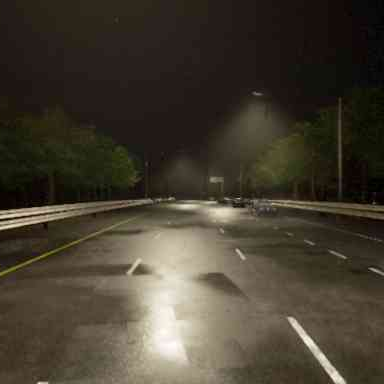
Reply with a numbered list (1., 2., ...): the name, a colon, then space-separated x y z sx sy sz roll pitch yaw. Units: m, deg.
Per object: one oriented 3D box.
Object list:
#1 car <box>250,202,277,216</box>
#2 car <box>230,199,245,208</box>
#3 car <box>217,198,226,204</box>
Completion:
1. car: 7.061 1.660 33.295 2.033 1.411 5.357 0 0 0
2. car: 7.151 1.797 52.325 2.128 1.511 4.902 0 -1 0
3. car: 7.369 2.247 81.894 1.994 1.385 4.181 0 -1 1
